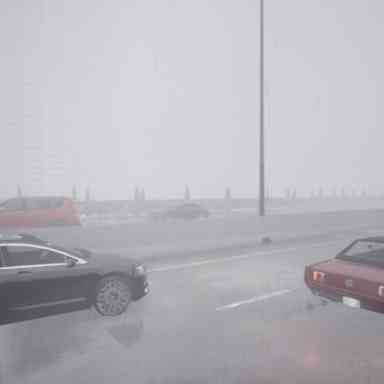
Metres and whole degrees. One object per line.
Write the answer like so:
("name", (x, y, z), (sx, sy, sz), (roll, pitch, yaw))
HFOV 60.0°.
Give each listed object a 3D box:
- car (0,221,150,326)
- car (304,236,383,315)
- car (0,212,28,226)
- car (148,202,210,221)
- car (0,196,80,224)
("car", (-3.120, 1.492, 5.828), (4.902, 1.511, 2.128), (0, 0, -35))
("car", (4.544, 1.601, 6.988), (4.718, 1.301, 1.895), (0, 0, -35))
("car", (-8.067, 1.564, 11.135), (4.181, 1.385, 1.994), (0, 0, -36))
("car", (-0.916, 1.506, 24.834), (4.892, 1.490, 1.837), (0, 0, -35))
("car", (-8.087, 1.222, 15.421), (5.566, 2.045, 2.150), (0, 0, -36))
